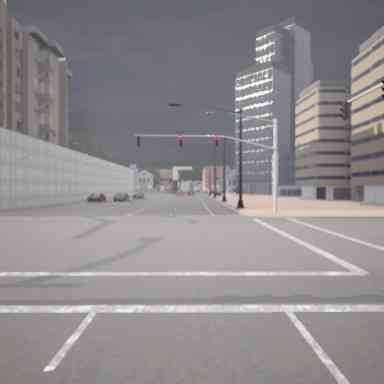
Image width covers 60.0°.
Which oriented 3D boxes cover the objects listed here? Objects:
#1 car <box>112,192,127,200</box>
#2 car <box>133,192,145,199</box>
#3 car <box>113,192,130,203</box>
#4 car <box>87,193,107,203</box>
[{"bbox_3d":[-14.150,0.746,65.307,1.812,1.442,4.674,0,1,0],"label":"car"},{"bbox_3d":[-10.646,0.725,66.589,1.837,1.490,4.892,0,1,0],"label":"car"},{"bbox_3d":[-10.691,0.872,50.737,1.837,1.490,4.892,0,1,0],"label":"car"},{"bbox_3d":[-14.190,0.859,49.686,1.882,1.535,5.008,0,1,0],"label":"car"}]
